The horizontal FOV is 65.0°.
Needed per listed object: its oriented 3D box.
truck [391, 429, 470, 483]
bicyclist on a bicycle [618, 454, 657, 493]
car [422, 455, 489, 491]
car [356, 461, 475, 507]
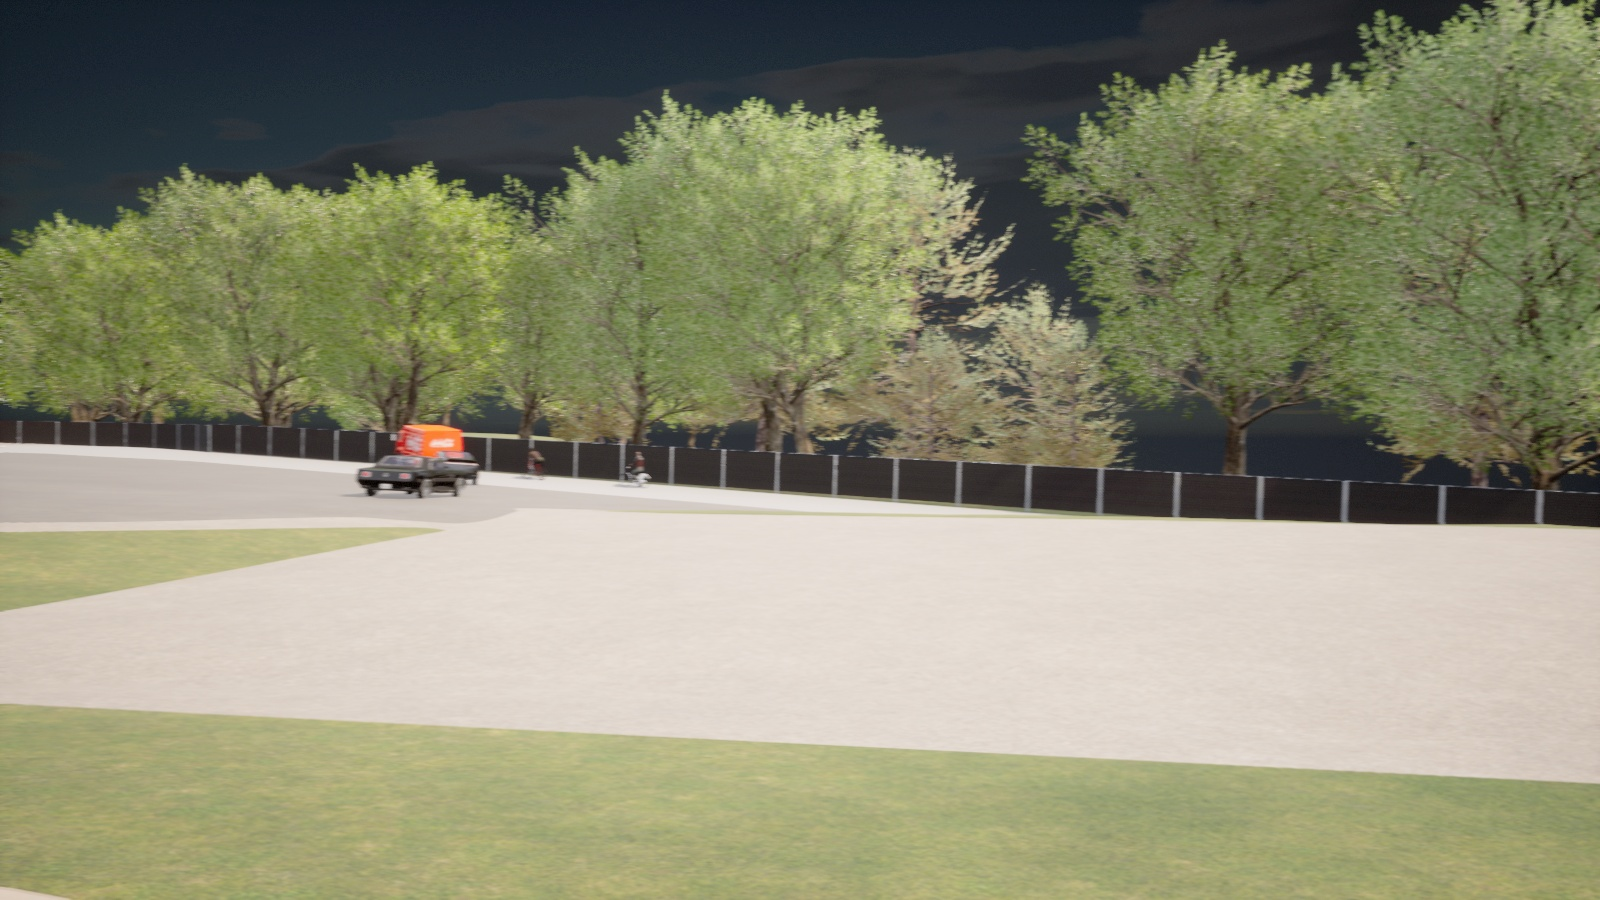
[{"bbox_3d":[-20.392,0.276,69.097,2.627,2.467,5.204,-2,6,-35],"label":"truck"},{"bbox_3d":[-7.797,1.098,60.195,1.843,1.776,0.659,2,2,32],"label":"bicyclist on a bicycle"},{"bbox_3d":[-16.006,1.039,58.097,2.128,1.511,4.902,3,-1,-25],"label":"car"},{"bbox_3d":[-12.006,1.050,39.573,1.895,1.301,4.718,2,-1,5],"label":"car"}]
